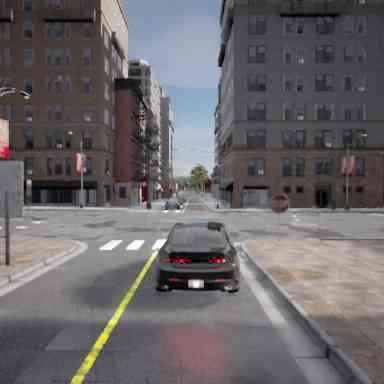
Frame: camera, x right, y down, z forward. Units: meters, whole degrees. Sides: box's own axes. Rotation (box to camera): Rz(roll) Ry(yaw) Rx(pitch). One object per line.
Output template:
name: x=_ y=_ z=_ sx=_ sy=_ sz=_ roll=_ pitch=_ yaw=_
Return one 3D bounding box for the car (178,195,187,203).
car: x=-2.469 y=1.627 z=58.083 sx=2.033 sy=1.411 sz=5.357 roll=0 pitch=0 yaw=0

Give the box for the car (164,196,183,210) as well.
car: x=-2.519 y=1.599 z=44.264 sx=1.812 sy=1.442 sz=4.674 roll=0 pitch=0 yaw=1

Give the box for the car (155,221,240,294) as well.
car: x=0.196 y=1.523 z=8.875 sx=1.837 sy=1.490 sz=4.892 roll=0 pitch=0 yaw=3

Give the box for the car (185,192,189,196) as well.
car: x=-2.368 y=1.422 z=72.064 sx=2.097 sy=1.767 sz=4.553 roll=0 pitch=0 yaw=0
